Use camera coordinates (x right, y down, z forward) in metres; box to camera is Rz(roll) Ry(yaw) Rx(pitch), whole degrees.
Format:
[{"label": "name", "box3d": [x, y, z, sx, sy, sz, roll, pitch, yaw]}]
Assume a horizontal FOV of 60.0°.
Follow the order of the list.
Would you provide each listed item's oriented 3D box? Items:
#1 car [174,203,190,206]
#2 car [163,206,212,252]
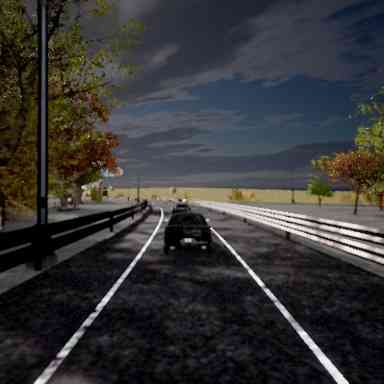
[{"label": "car", "box3d": [-0.917, 1.784, 29.421, 1.837, 1.490, 4.892, 0, 0, -4]}, {"label": "car", "box3d": [-0.208, 1.613, 14.563, 1.882, 1.535, 5.008, 0, 0, -2]}]
